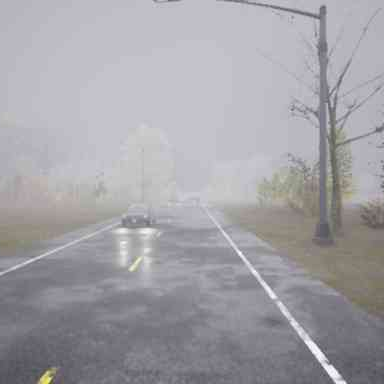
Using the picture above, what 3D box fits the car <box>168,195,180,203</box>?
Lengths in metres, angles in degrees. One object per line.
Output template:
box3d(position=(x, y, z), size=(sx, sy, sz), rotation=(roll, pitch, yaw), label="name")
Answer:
box3d(position=(-3.528, 1.278, 64.251), size=(2.097, 1.767, 4.553), rotation=(0, 0, 0), label="car")

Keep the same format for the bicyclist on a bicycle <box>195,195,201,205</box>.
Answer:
box3d(position=(0.958, 1.381, 52.878), size=(0.866, 1.612, 1.509), rotation=(0, 0, 0), label="bicyclist on a bicycle")

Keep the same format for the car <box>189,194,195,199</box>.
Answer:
box3d(position=(-0.009, 1.252, 91.899), size=(1.812, 1.442, 4.674), rotation=(0, 0, 0), label="car")

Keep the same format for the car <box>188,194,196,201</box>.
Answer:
box3d(position=(-0.007, 1.356, 78.570), size=(1.812, 1.442, 4.674), rotation=(0, 0, 0), label="car")

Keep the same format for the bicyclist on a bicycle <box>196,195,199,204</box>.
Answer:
box3d(position=(0.957, 1.384, 61.165), size=(0.582, 1.620, 1.656), rotation=(0, 0, 0), label="bicyclist on a bicycle")

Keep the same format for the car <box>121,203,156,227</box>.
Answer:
box3d(position=(-3.599, 1.509, 23.049), size=(1.812, 1.442, 4.674), rotation=(0, 0, 0), label="car")
